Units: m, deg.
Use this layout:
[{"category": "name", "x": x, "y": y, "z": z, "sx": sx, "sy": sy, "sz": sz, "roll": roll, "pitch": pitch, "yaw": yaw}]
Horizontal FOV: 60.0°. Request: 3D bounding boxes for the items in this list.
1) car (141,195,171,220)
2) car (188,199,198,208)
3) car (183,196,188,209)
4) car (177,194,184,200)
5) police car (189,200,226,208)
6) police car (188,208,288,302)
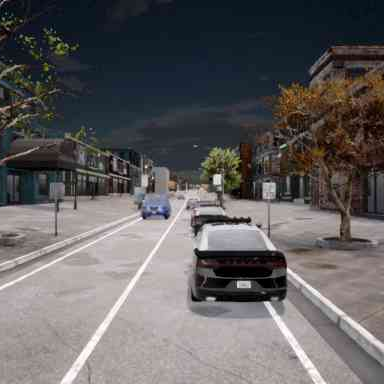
[{"category": "car", "x": -2.998, "y": 1.281, "z": 29.008, "sx": 2.150, "sy": 2.045, "sz": 5.566, "roll": 0, "pitch": 0, "yaw": 0}, {"category": "car", "x": 0.985, "y": 1.401, "z": 24.341, "sx": 2.097, "sy": 1.767, "sz": 4.553, "roll": 0, "pitch": 0, "yaw": 0}, {"category": "car", "x": 0.175, "y": 1.632, "z": 45.982, "sx": 2.033, "sy": 1.411, "sz": 5.357, "roll": 0, "pitch": 0, "yaw": 0}, {"category": "car", "x": -2.701, "y": 1.355, "z": 84.774, "sx": 1.837, "sy": 1.490, "sz": 4.892, "roll": 0, "pitch": 0, "yaw": 0}, {"category": "police car", "x": 0.964, "y": 1.463, "z": 18.481, "sx": 1.930, "sy": 1.638, "sz": 5.238, "roll": 0, "pitch": 0, "yaw": 0}, {"category": "police car", "x": 0.929, "y": 1.441, "z": 8.481, "sx": 1.930, "sy": 1.638, "sz": 5.238, "roll": 0, "pitch": 0, "yaw": 0}]
